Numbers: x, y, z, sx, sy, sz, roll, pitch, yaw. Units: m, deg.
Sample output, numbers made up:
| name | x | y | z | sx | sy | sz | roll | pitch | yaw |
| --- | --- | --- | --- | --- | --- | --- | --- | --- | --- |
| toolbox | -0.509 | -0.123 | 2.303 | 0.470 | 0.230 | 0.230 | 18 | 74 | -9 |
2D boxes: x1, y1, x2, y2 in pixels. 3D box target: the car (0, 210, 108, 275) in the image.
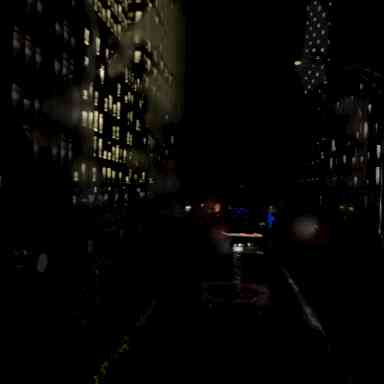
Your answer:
| name | x | y | z | sx | sy | sz | roll | pitch | yaw |
| --- | --- | --- | --- | --- | --- | --- | --- | --- | --- |
| car | -4.452 | 1.430 | 10.123 | 1.887 | 1.381 | 4.507 | 1 | 0 | 8 |

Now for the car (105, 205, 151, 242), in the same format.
| name | x | y | z | sx | sy | sz | roll | pitch | yaw |
| --- | --- | --- | --- | --- | --- | --- | --- | --- | --- |
| car | -3.632 | 1.468 | 15.747 | 2.008 | 1.369 | 4.403 | 1 | 0 | 8 |

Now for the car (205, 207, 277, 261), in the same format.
| name | x | y | z | sx | sy | sz | roll | pitch | yaw |
| --- | --- | --- | --- | --- | --- | --- | --- | --- | --- |
| car | 1.784 | 1.561 | 12.704 | 2.128 | 1.511 | 4.902 | 2 | 0 | 8 |

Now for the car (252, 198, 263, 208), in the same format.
| name | x | y | z | sx | sy | sz | roll | pitch | yaw |
| --- | --- | --- | --- | --- | --- | --- | --- | --- | --- |
| car | 8.764 | 1.864 | 42.654 | 2.008 | 1.369 | 4.403 | 1 | 0 | 8 |

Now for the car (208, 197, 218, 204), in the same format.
| name | x | y | z | sx | sy | sz | roll | pitch | yaw |
| --- | --- | --- | --- | --- | --- | --- | --- | --- | --- |
| car | 4.558 | 1.756 | 71.818 | 1.752 | 1.417 | 4.829 | 1 | 0 | 8 |

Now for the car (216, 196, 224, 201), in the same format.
| name | x | y | z | sx | sy | sz | roll | pitch | yaw |
| --- | --- | --- | --- | --- | --- | --- | --- | --- | --- |
| car | 7.867 | 1.905 | 94.481 | 2.008 | 1.369 | 4.403 | 1 | 0 | 8 |

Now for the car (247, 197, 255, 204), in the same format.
| name | x | y | z | sx | sy | sz | roll | pitch | yaw |
| --- | --- | --- | --- | --- | --- | --- | --- | --- | --- |
| car | 14.516 | 1.971 | 82.022 | 1.967 | 1.590 | 4.097 | 1 | 0 | 8 |

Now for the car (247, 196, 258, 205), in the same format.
| name | x | y | z | sx | sy | sz | roll | pitch | yaw |
| --- | --- | --- | --- | --- | --- | --- | --- | --- | --- |
| car | 12.876 | 1.785 | 70.775 | 2.192 | 1.841 | 5.009 | 1 | 0 | 8 |

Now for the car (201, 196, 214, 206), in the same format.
| name | x | y | z | sx | sy | sz | roll | pitch | yaw |
| --- | --- | --- | --- | --- | --- | --- | --- | --- | --- |
| car | 2.941 | 1.609 | 60.738 | 1.967 | 1.590 | 4.097 | 1 | 0 | 8 |

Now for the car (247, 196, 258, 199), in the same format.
| name | x | y | z | sx | sy | sz | roll | pitch | yaw |
| --- | --- | --- | --- | --- | --- | --- | --- | --- | --- |
| car | 12.054 | 1.754 | 65.151 | 2.192 | 1.841 | 5.009 | 1 | 0 | 8 |

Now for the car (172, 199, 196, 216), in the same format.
| name | x | y | z | sx | sy | sz | roll | pitch | yaw |
| --- | --- | --- | --- | --- | --- | --- | --- | --- | --- |
| car | -1.167 | 1.563 | 32.618 | 2.008 | 1.369 | 4.403 | 1 | 0 | 8 |

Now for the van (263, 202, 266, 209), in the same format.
| name | x | y | z | sx | sy | sz | roll | pitch | yaw |
| --- | --- | --- | --- | --- | --- | --- | --- | --- | --- |
| van | 5.483 | 1.528 | 20.159 | 1.690 | 1.788 | 3.998 | 1 | 0 | 8 |

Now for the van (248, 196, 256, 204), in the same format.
| name | x | y | z | sx | sy | sz | roll | pitch | yaw |
| --- | --- | --- | --- | --- | --- | --- | --- | --- | --- |
| van | 13.696 | 1.842 | 76.398 | 1.690 | 1.788 | 3.998 | 1 | 0 | 8 |

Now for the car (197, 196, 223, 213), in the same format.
| name | x | y | z | sx | sy | sz | roll | pitch | yaw |
| --- | --- | --- | --- | --- | --- | --- | --- | --- | --- |
| car | 2.192 | 1.467 | 37.216 | 2.097 | 1.767 | 4.553 | 2 | 0 | 9 |

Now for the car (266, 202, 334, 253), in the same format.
| name | x | y | z | sx | sy | sz | roll | pitch | yaw |
| --- | --- | --- | --- | --- | --- | --- | --- | --- | --- |
| car | 4.662 | 1.470 | 14.535 | 2.192 | 1.841 | 5.009 | 1 | 0 | 8 |

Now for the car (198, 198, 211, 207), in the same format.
| name | x | y | z | sx | sy | sz | roll | pitch | yaw |
| --- | --- | --- | --- | --- | --- | --- | --- | --- | --- |
| car | 2.117 | 1.720 | 55.113 | 1.802 | 1.307 | 4.206 | 1 | 0 | 8 |

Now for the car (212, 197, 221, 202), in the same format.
| name | x | y | z | sx | sy | sz | roll | pitch | yaw |
| --- | --- | --- | --- | --- | --- | --- | --- | --- | --- |
| car | 6.224 | 1.859 | 83.234 | 1.947 | 1.339 | 4.313 | 1 | 0 | 8 |

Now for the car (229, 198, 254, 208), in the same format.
| name | x | y | z | sx | sy | sz | roll | pitch | yaw |
| --- | --- | --- | --- | --- | --- | --- | --- | --- | --- |
| car | 4.321 | 1.645 | 30.069 | 1.882 | 1.535 | 5.008 | 2 | 0 | 8 |

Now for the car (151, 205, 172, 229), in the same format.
| name | x | y | z | sx | sy | sz | roll | pitch | yaw |
| --- | --- | --- | --- | --- | --- | --- | --- | --- | --- |
| car | -2.810 | 1.531 | 21.370 | 1.802 | 1.307 | 4.206 | 1 | 0 | 8 |

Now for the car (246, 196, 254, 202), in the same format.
| name | x | y | z | sx | sy | sz | roll | pitch | yaw |
| --- | --- | --- | --- | --- | --- | --- | --- | --- | --- |
| car | 16.158 | 2.032 | 93.270 | 1.967 | 1.590 | 4.097 | 1 | 0 | 8 |
